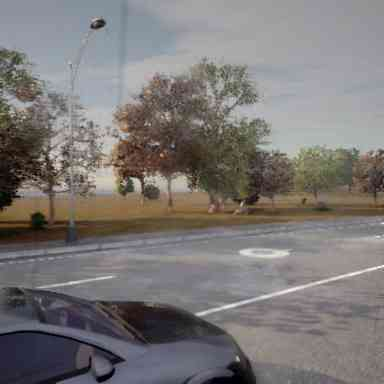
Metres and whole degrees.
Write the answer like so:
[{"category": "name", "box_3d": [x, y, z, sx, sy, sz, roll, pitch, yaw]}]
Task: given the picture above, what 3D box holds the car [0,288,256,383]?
[{"category": "car", "box_3d": [-1.438, 1.563, 2.712, 4.181, 1.385, 1.994, 0, 0, -35]}]
